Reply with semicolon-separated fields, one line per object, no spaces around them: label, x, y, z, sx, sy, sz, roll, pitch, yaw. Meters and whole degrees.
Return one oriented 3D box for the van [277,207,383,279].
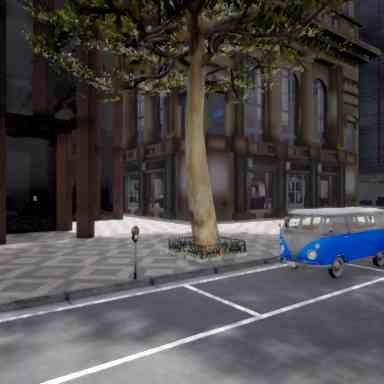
van;4.275;1.346;9.816;3.998;1.788;1.690;0;0;-36
